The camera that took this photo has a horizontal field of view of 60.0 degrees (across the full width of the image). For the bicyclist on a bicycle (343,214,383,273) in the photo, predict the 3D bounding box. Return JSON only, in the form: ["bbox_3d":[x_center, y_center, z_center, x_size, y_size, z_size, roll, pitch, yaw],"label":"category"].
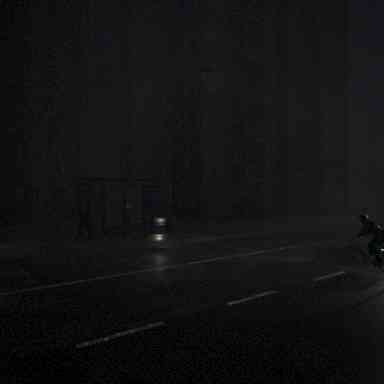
[{"bbox_3d":[5.001,1.455,9.315,0.582,1.620,1.656,0,-2,-37],"label":"bicyclist on a bicycle"}]
